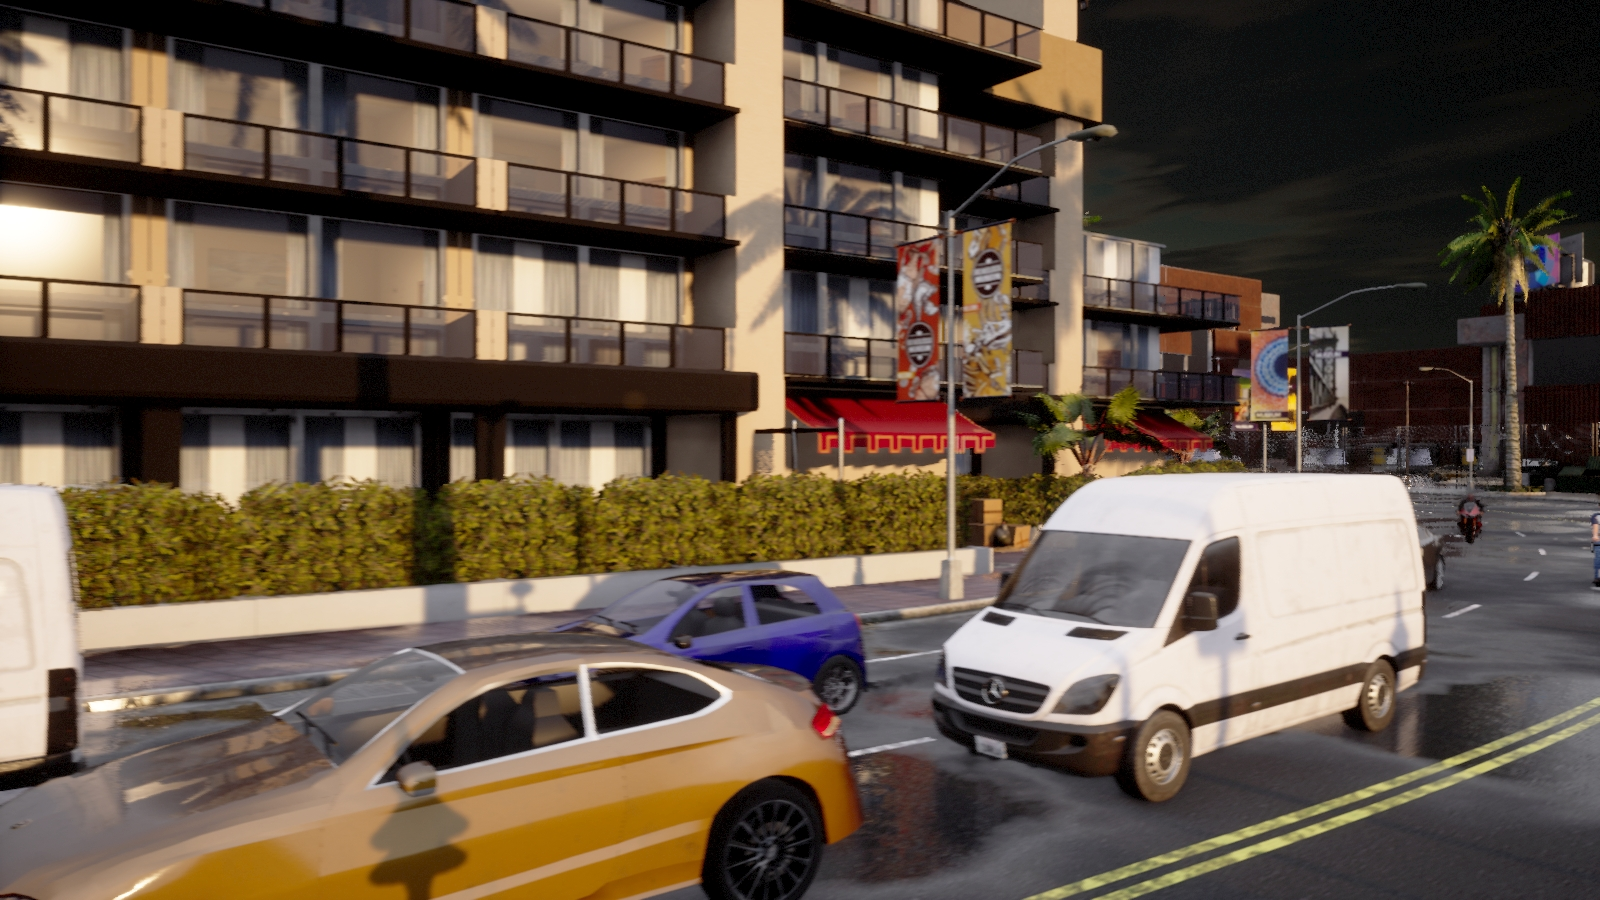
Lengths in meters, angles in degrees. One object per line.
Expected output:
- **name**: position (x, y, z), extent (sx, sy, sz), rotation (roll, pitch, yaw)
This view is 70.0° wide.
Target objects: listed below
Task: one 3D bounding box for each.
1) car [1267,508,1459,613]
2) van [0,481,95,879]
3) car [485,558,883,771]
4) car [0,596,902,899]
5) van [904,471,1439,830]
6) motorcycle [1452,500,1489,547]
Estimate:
- **car**: position (11.030, 2.034, 22.184), extent (2.097, 1.535, 5.006), rotation (0, 0, 42)
- **van**: position (-7.806, 1.535, 6.901), extent (5.915, 2.561, 1.988), rotation (0, 0, -36)
- **car**: position (-1.132, 2.038, 11.737), extent (3.633, 1.501, 1.845), rotation (0, 0, -37)
- **car**: position (-2.006, 1.992, 6.759), extent (5.027, 1.651, 2.152), rotation (0, 0, -36)
- **van**: position (3.848, 1.534, 11.083), extent (5.915, 2.561, 1.988), rotation (0, 0, -38)
- **motorcycle**: position (20.350, 2.205, 34.654), extent (0.867, 1.251, 2.209), rotation (0, 0, 33)
